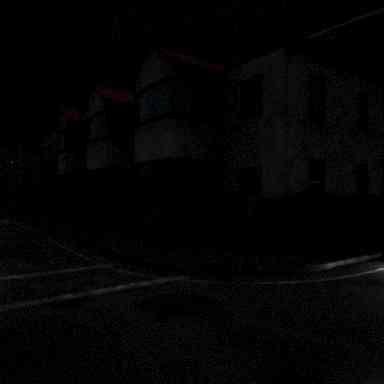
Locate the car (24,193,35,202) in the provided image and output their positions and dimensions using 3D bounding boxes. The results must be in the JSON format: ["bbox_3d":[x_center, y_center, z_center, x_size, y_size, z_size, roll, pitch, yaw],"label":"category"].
[{"bbox_3d":[-33.545,1.319,73.279,5.027,1.636,2.152,1,0,-36],"label":"car"}]

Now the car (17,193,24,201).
[{"bbox_3d":[-41.111,1.241,83.597,3.866,1.878,1.905,1,0,-36],"label":"car"}]

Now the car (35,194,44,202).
[{"bbox_3d":[-29.490,1.402,68.294,3.806,1.475,1.970,1,0,-36],"label":"car"}]
